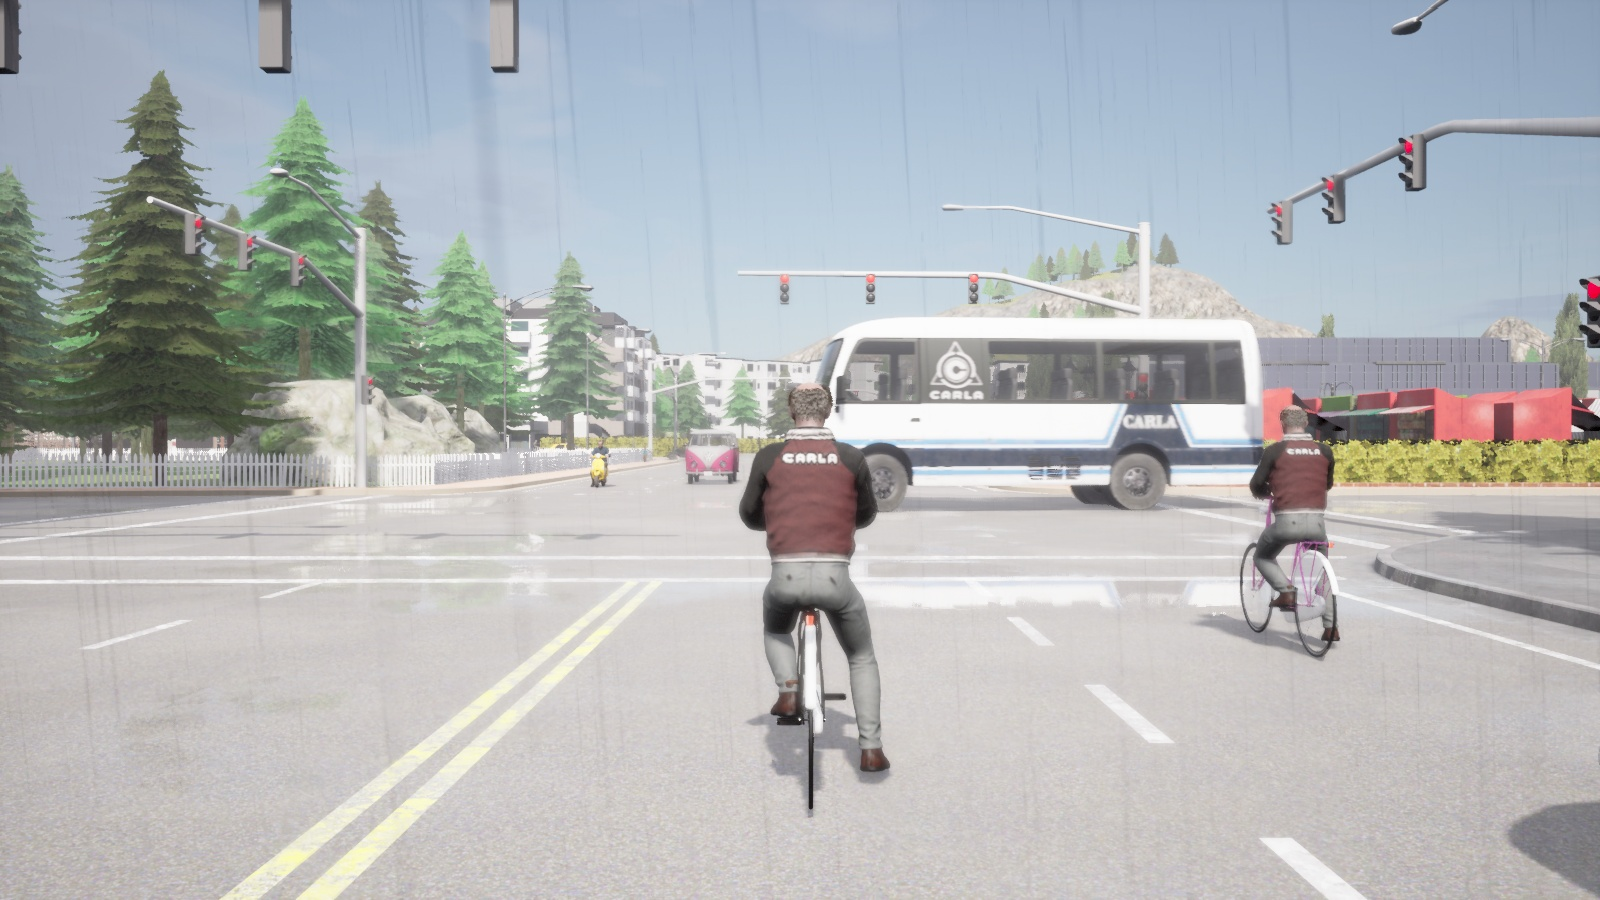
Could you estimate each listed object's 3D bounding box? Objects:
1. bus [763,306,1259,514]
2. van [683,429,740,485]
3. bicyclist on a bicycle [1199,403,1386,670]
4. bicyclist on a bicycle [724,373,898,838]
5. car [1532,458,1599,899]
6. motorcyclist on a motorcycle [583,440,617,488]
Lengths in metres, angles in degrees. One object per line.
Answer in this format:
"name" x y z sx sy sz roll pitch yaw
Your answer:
"bus" 4.451 -0.795 28.152 10.273 4.253 3.944 0 -1 -6
"van" -3.237 0.233 46.760 1.775 1.987 4.442 0 0 0
"bicyclist on a bicycle" 3.564 0.568 9.269 0.659 1.776 1.843 0 1 0
"bicyclist on a bicycle" 0.046 0.585 5.708 0.659 1.776 1.843 0 1 0
"car" 3.526 0.763 2.164 1.812 1.442 4.674 0 0 0
"motorcyclist on a motorcycle" -6.760 0.454 42.533 0.866 1.590 1.817 0 0 0
